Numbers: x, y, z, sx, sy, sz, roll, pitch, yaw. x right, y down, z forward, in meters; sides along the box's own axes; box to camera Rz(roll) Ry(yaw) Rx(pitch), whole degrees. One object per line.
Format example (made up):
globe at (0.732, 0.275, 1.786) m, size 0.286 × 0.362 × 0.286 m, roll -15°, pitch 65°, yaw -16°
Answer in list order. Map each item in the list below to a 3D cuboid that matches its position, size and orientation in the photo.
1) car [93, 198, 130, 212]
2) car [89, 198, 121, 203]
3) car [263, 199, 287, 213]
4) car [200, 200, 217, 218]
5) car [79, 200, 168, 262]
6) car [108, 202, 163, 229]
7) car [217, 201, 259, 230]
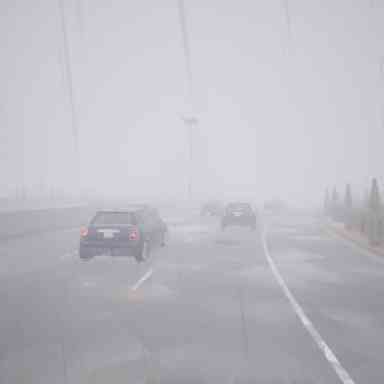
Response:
car at (-9.396, 1.494, 39.237) m, size 1.812 × 1.442 × 4.674 m, roll 0°, pitch 0°, yaw 23°
car at (-8.726, 1.517, 31.120) m, size 2.033 × 1.411 × 5.357 m, roll 0°, pitch 0°, yaw 19°
car at (9.648, 1.538, 38.320) m, size 1.882 × 1.535 × 5.008 m, roll 0°, pitch 0°, yaw 27°
car at (2.150, 1.526, 29.812) m, size 1.837 × 1.490 × 4.892 m, roll 0°, pitch 0°, yaw 19°
car at (-2.285, 1.346, 12.296) m, size 2.097 × 1.767 × 4.553 m, roll 0°, pitch 0°, yaw 8°
car at (-3.700, 1.495, 22.780) m, size 1.837 × 1.490 × 4.892 m, roll 0°, pitch 0°, yaw 14°
car at (3.213, 1.376, 21.547) m, size 2.097 × 1.767 × 4.553 m, roll 0°, pitch 0°, yaw 14°
